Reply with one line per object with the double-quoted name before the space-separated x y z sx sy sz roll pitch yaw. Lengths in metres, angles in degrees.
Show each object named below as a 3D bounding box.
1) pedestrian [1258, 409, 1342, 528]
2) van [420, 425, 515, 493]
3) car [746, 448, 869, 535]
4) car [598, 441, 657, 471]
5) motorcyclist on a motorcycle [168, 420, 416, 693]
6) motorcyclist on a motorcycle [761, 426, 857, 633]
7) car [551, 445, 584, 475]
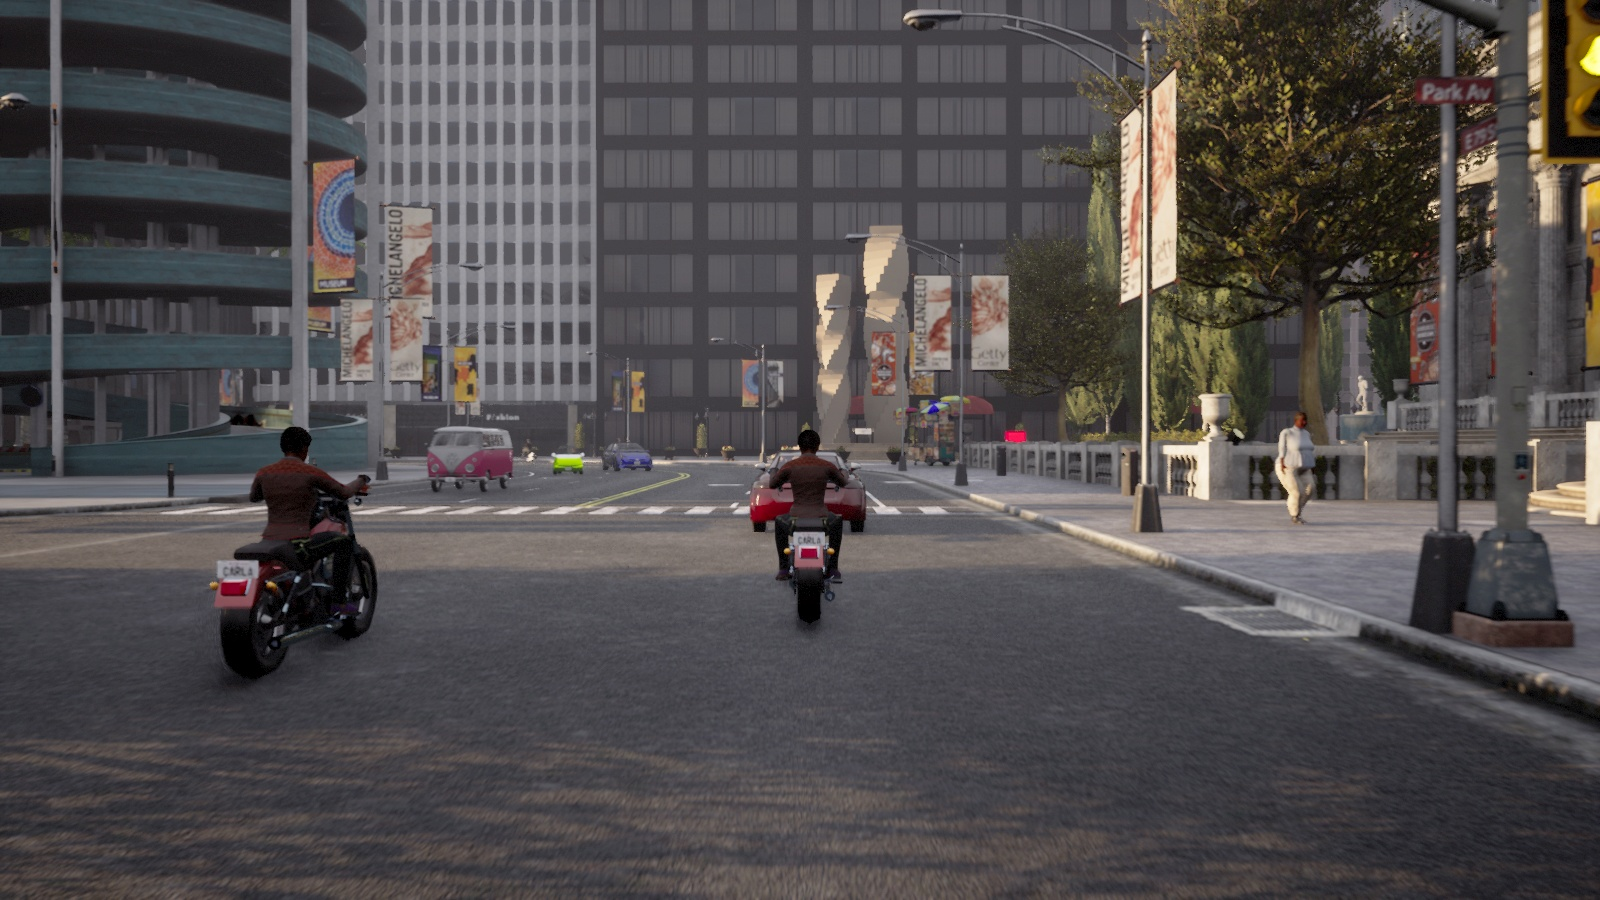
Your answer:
"pedestrian" 8.003 0.288 20.124 0.874 1.855 0.900 0 0 -20
"van" -10.266 0.255 39.116 1.775 1.987 4.442 0 0 0
"car" 0.143 0.675 22.469 1.994 1.385 4.181 0 0 0
"car" -9.086 0.290 65.703 2.007 1.525 4.514 0 0 -22
"motorcyclist on a motorcycle" -3.435 0.641 8.778 0.766 1.649 2.350 0 0 0
"motorcyclist on a motorcycle" 0.079 0.629 11.179 0.766 1.649 2.350 0 0 0
"car" -10.848 0.439 58.572 1.481 1.376 2.207 0 0 -11
